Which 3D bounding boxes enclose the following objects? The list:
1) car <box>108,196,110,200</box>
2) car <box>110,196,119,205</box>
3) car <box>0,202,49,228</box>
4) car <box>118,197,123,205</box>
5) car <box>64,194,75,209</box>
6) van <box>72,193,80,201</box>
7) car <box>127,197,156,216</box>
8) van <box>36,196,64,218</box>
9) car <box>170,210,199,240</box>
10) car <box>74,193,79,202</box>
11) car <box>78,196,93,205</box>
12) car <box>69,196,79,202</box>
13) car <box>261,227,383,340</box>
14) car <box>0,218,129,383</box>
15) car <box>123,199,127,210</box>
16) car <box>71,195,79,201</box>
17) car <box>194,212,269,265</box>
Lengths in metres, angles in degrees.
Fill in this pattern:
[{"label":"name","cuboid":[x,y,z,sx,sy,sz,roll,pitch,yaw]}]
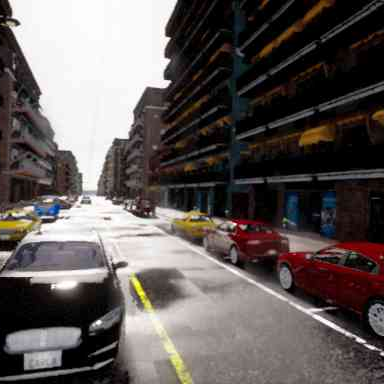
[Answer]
[{"label":"car","cuboid":[-15.061,1.709,66.293,1.947,1.339,4.313,2,-1,-17]},{"label":"car","cuboid":[-13.373,1.577,60.892,1.967,1.590,4.097,2,-1,-17]},{"label":"car","cuboid":[-7.852,1.400,15.016,1.752,1.417,4.829,2,0,-17]},{"label":"car","cuboid":[-8.322,1.680,44.674,2.008,1.369,4.403,2,0,-17]},{"label":"car","cuboid":[-16.323,1.304,42.206,1.967,1.590,4.097,2,0,-17]},{"label":"van","cuboid":[-29.800,1.262,85.451,1.690,1.788,3.998,2,-1,-17]},{"label":"car","cuboid":[-4.947,1.444,33.865,2.192,1.841,5.009,2,0,-17]},{"label":"van","cuboid":[-11.267,1.206,25.991,1.690,1.788,3.998,2,0,-17]},{"label":"car","cuboid":[0.050,1.665,17.811,1.752,1.417,4.829,2,0,-17]},{"label":"car","cuboid":[-21.329,1.397,58.260,1.752,1.417,4.829,2,-1,-17]},{"label":"car","cuboid":[-18.052,1.481,56.794,1.812,1.442,4.674,2,-1,-17]},{"label":"car","cuboid":[-26.436,1.478,74.638,1.802,1.307,4.206,2,-1,-17]},{"label":"car","cuboid":[3.469,1.704,6.837,1.887,1.381,4.507,2,0,-17]},{"label":"car","cuboid":[-2.259,1.466,5.780,2.128,1.511,4.902,2,0,-17]},{"label":"car","cuboid":[-6.638,1.680,39.269,2.008,1.369,4.403,2,0,-17]},{"label":"car","cuboid":[-28.120,1.490,80.042,1.802,1.307,4.206,2,-1,-17]},{"label":"car","cuboid":[1.783,1.693,12.247,1.887,1.381,4.507,2,0,-17]}]
